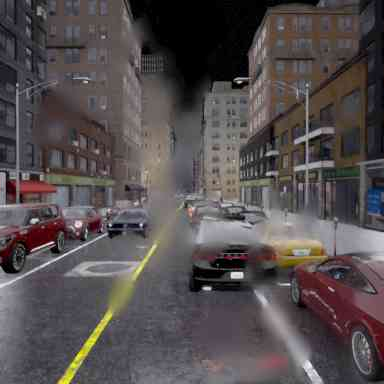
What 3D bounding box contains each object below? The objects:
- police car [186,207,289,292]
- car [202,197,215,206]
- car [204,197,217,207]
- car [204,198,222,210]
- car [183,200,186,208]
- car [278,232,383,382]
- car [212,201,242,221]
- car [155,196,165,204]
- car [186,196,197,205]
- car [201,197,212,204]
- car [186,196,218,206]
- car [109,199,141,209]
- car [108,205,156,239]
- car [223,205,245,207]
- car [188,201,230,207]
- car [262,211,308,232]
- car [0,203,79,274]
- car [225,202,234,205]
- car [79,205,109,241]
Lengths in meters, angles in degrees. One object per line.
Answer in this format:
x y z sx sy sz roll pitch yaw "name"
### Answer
0.875 1.422 9.088 1.930 1.638 5.238 0 0 0 "police car"
2.719 1.531 55.443 1.947 1.339 4.313 -1 0 0 "car"
2.732 1.496 50.027 1.752 1.417 4.829 -1 0 0 "car"
2.746 1.527 44.271 2.008 1.369 4.403 -1 0 0 "car"
-0.115 1.479 46.414 1.837 1.490 4.892 0 0 0 "car"
2.842 1.580 5.170 1.802 1.307 4.206 -1 0 0 "car"
2.787 1.539 27.514 2.008 1.369 4.403 -1 0 0 "car"
-5.840 1.503 61.005 1.887 1.381 4.507 -1 0 0 "car"
-0.162 1.437 60.153 1.882 1.535 5.008 0 0 0 "car"
2.705 1.540 61.029 1.802 1.307 4.206 -1 0 0 "car"
0.767 1.342 24.940 2.097 1.767 4.553 0 0 -1 "car"
-5.752 1.429 27.490 1.967 1.590 4.097 -1 0 0 "car"
-3.047 1.594 17.428 1.895 1.301 4.718 0 0 0 "car"
2.814 1.560 16.342 1.947 1.339 4.313 -1 0 0 "car"
0.848 1.498 18.978 1.837 1.490 4.892 0 0 0 "car"
2.827 1.522 10.926 1.752 1.417 4.829 -1 0 0 "car"
-5.708 1.311 10.733 2.192 1.841 5.009 -1 0 0 "car"
2.801 1.557 21.928 1.947 1.339 4.313 -1 0 0 "car"
-5.722 1.434 16.319 1.967 1.590 4.097 -1 0 0 "car"
